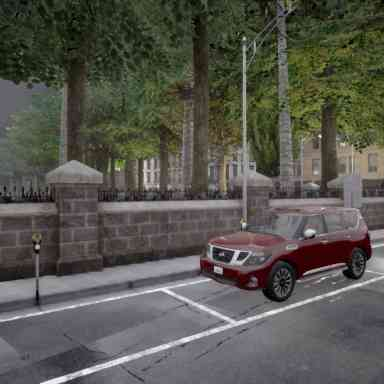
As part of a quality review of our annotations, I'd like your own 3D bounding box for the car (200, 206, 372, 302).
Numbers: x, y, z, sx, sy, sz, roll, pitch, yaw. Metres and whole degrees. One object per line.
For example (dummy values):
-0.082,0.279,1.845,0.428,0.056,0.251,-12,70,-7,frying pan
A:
2.584,1.314,8.431,5.009,1.841,2.192,0,0,-36,car
